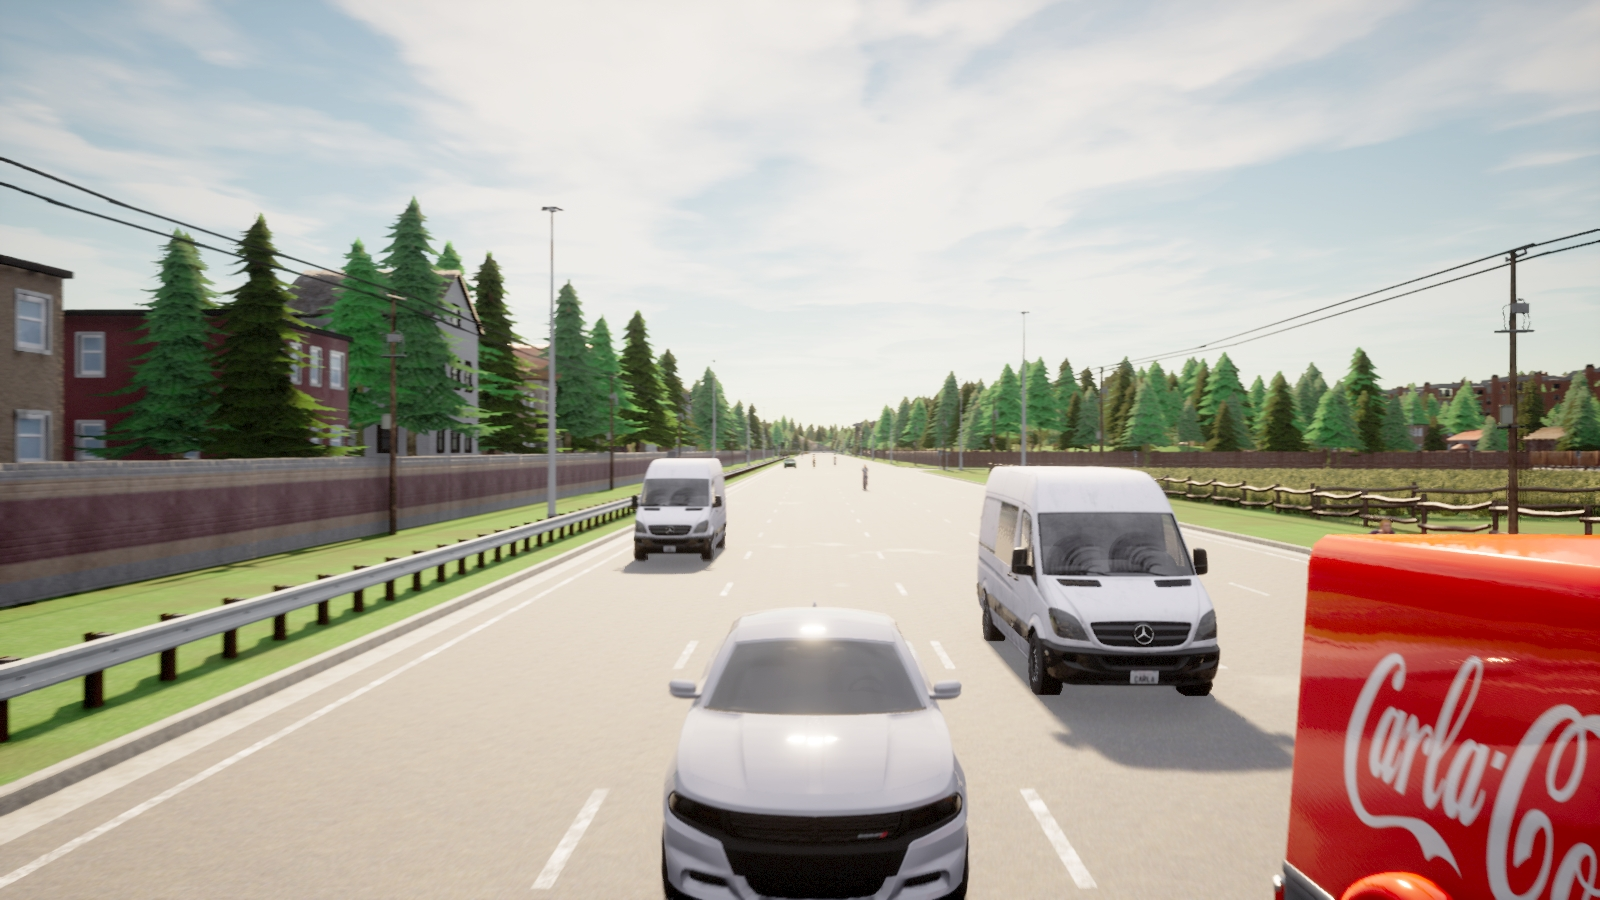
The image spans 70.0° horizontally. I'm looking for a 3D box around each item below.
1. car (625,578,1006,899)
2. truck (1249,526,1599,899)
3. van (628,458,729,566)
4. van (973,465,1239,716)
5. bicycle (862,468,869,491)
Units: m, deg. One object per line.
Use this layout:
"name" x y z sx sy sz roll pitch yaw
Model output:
"car" 0.114 2.030 8.782 2.097 1.535 5.006 0 0 1
"truck" 3.602 1.583 3.321 2.627 2.467 5.204 0 -1 1
"van" -3.128 1.519 30.624 1.988 2.561 5.915 0 0 1
"van" 3.686 1.529 15.065 1.988 2.561 5.915 0 0 1
"bicycle" 4.449 2.026 77.812 0.373 1.496 1.643 0 0 1
